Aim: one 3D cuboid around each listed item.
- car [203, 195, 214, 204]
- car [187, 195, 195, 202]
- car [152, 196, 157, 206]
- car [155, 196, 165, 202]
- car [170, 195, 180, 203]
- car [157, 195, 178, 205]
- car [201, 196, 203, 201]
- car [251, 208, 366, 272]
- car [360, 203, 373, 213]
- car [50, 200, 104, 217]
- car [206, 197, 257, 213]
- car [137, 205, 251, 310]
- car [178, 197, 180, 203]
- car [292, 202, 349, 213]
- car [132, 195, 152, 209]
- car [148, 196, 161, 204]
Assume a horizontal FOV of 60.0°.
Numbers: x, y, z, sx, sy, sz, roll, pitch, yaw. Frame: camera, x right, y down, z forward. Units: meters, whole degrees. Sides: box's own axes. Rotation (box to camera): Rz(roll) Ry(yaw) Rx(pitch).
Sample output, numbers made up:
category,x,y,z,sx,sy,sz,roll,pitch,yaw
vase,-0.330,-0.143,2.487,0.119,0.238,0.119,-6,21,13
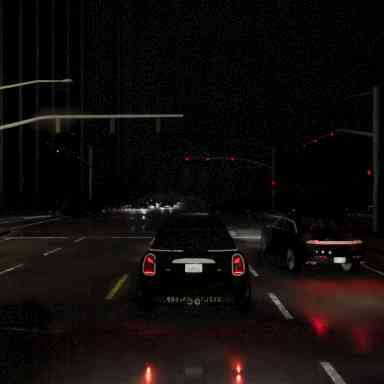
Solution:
category,x,y,z,sx,sy,sz,roll,pitch,yaw
car,3.470,1.505,61.614,1.837,1.490,4.892,0,0,0
car,-0.153,1.478,77.866,1.882,1.535,5.008,0,0,0
car,-7.196,1.352,55.358,2.097,1.767,4.553,0,0,0
car,-7.146,1.594,74.197,1.895,1.301,4.718,0,0,0
car,-3.639,1.500,70.490,1.837,1.490,4.892,0,0,0
car,-3.689,1.547,50.777,2.033,1.411,5.357,0,0,0
car,3.337,1.478,82.560,1.882,1.535,5.008,0,0,0
car,3.598,1.492,10.763,2.128,1.511,4.902,0,0,-3
car,20.031,1.408,34.656,4.553,1.767,2.097,0,0,0
car,-10.709,1.546,31.029,4.892,1.490,1.837,0,0,0
car,4.243,1.531,34.592,4.892,1.490,1.837,0,0,0
car,0.042,1.352,7.953,2.097,1.767,4.553,0,0,0
car,-3.690,1.491,60.279,2.128,1.511,4.902,0,0,0
car,11.697,1.601,31.008,5.357,1.411,2.033,0,0,-2
car,-7.185,1.526,46.455,1.812,1.442,4.674,0,0,0
car,-7.177,1.526,64.154,1.812,1.442,4.674,0,0,0
